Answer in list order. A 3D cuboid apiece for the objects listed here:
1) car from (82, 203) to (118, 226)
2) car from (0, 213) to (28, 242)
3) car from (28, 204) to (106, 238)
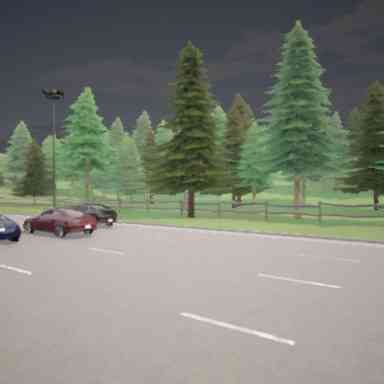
[{"bbox_3d":[-7.004,1.496,21.875,4.892,1.490,1.837,0,0,35],"label":"car"},{"bbox_3d":[-9.660,1.556,15.171,4.181,1.385,1.994,0,0,35],"label":"car"},{"bbox_3d":[-6.933,1.518,17.512,4.674,1.442,1.812,0,0,35],"label":"car"}]
